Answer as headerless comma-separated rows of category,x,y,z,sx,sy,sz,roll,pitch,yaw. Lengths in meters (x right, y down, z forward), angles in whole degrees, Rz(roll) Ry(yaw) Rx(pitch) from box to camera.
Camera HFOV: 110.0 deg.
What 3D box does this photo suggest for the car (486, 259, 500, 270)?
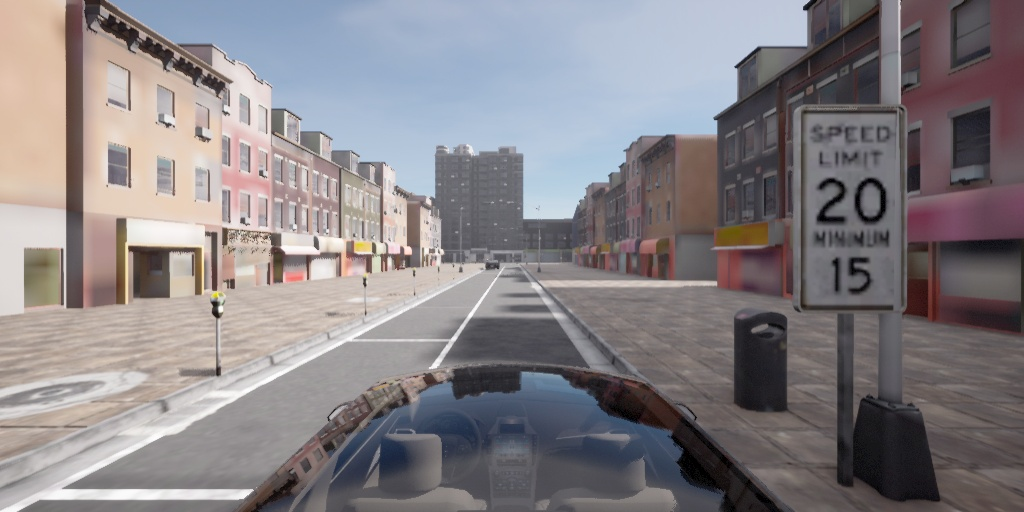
car,-2.750,1.289,52.038,1.837,1.490,4.892,0,0,0
